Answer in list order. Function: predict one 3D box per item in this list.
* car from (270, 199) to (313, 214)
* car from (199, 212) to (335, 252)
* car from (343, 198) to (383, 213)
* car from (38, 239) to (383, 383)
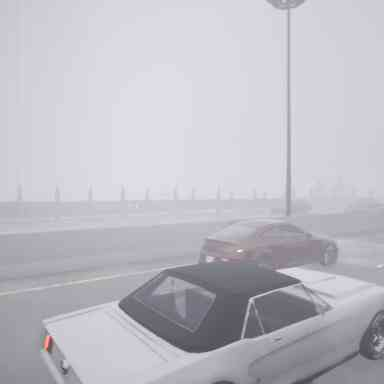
[{"bbox_3d":[9.780,1.504,32.479,5.008,1.535,1.882,0,0,-35],"label":"car"},{"bbox_3d":[2.329,1.529,9.714,4.674,1.442,1.812,0,0,-36],"label":"car"},{"bbox_3d":[14.541,1.533,27.278,4.892,1.490,1.837,0,0,-35],"label":"car"},{"bbox_3d":[0.741,1.602,4.279,4.718,1.301,1.895,0,0,-36],"label":"car"}]
